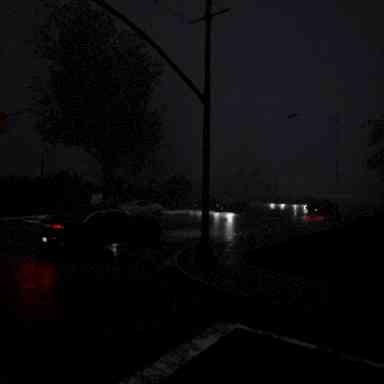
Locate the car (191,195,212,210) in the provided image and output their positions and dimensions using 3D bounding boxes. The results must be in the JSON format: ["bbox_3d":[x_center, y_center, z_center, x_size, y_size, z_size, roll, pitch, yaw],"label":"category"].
[{"bbox_3d":[1.821,1.133,35.986,2.128,1.511,4.902,1,1,38],"label":"car"}]

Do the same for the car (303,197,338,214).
[{"bbox_3d":[13.080,1.418,33.151,1.895,1.301,4.718,1,1,38],"label":"car"}]

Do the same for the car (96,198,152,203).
[{"bbox_3d":[-3.969,1.236,23.095,1.812,1.442,4.674,1,1,40],"label":"car"}]

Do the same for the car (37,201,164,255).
[{"bbox_3d":[-3.246,1.319,12.646,2.128,1.511,4.902,1,1,39],"label":"car"}]

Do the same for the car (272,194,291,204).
[{"bbox_3d":[14.267,1.027,52.388,1.882,1.535,5.008,1,1,35],"label":"car"}]

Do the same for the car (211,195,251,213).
[{"bbox_3d":[4.262,1.232,33.429,1.812,1.442,4.674,1,1,38],"label":"car"}]

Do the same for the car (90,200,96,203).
[{"bbox_3d":[-6.676,1.175,25.314,1.812,1.442,4.674,1,1,40],"label":"car"}]

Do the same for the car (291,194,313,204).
[{"bbox_3d":[17.092,1.122,50.325,1.837,1.490,4.892,1,1,35],"label":"car"}]
